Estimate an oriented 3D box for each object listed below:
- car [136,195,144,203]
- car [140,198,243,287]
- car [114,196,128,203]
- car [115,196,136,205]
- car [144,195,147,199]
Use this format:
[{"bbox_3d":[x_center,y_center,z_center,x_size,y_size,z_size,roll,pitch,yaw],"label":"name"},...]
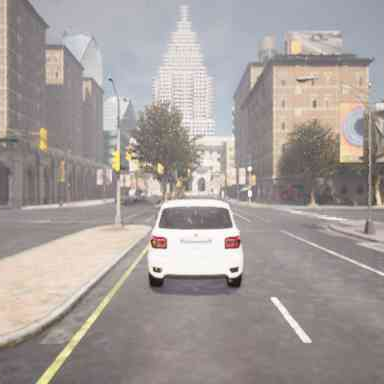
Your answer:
[{"bbox_3d":[-11.748,1.581,68.999,1.895,1.301,4.718,0,0,0],"label":"car"},{"bbox_3d":[0.070,1.220,9.489,2.150,2.045,5.566,0,0,0],"label":"car"},{"bbox_3d":[-15.002,1.581,70.320,1.895,1.301,4.718,0,0,0],"label":"car"},{"bbox_3d":[-11.767,1.493,58.945,1.837,1.490,4.892,0,0,0],"label":"car"},{"bbox_3d":[-11.785,1.484,79.181,1.837,1.490,4.892,0,0,0],"label":"car"}]
